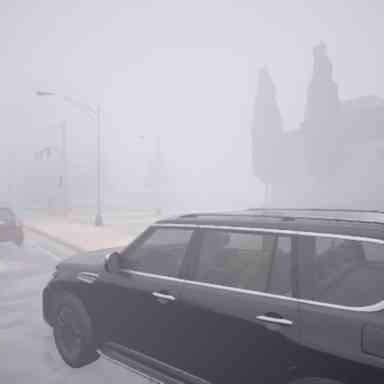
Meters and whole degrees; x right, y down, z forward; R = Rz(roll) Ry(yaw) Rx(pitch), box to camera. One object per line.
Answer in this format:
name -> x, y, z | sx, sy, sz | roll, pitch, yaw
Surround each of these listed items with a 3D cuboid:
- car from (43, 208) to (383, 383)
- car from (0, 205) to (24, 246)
car -> 0.456, 1.220, 3.982 | 5.566, 2.045, 2.150 | 0, 0, 38
car -> -8.936, 1.350, 14.596 | 2.097, 1.767, 4.553 | 0, 0, -38
